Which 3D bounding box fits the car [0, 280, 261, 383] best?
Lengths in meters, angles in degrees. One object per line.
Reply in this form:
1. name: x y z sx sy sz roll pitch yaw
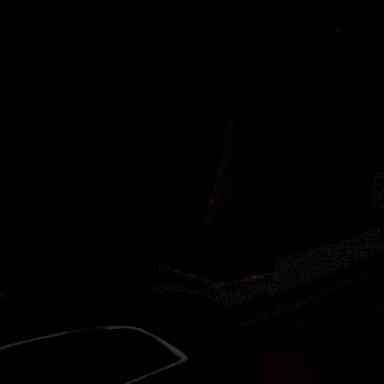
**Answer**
1. car: -1.654 1.514 2.087 4.892 1.490 1.837 0 0 -37
